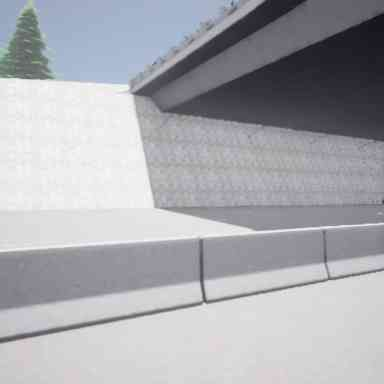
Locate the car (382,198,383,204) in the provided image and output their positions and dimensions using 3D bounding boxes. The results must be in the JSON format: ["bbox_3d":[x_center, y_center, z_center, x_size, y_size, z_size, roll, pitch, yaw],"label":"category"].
[{"bbox_3d":[23.623,0.633,37.489,4.553,1.767,2.097,0,2,-29],"label":"car"}]
